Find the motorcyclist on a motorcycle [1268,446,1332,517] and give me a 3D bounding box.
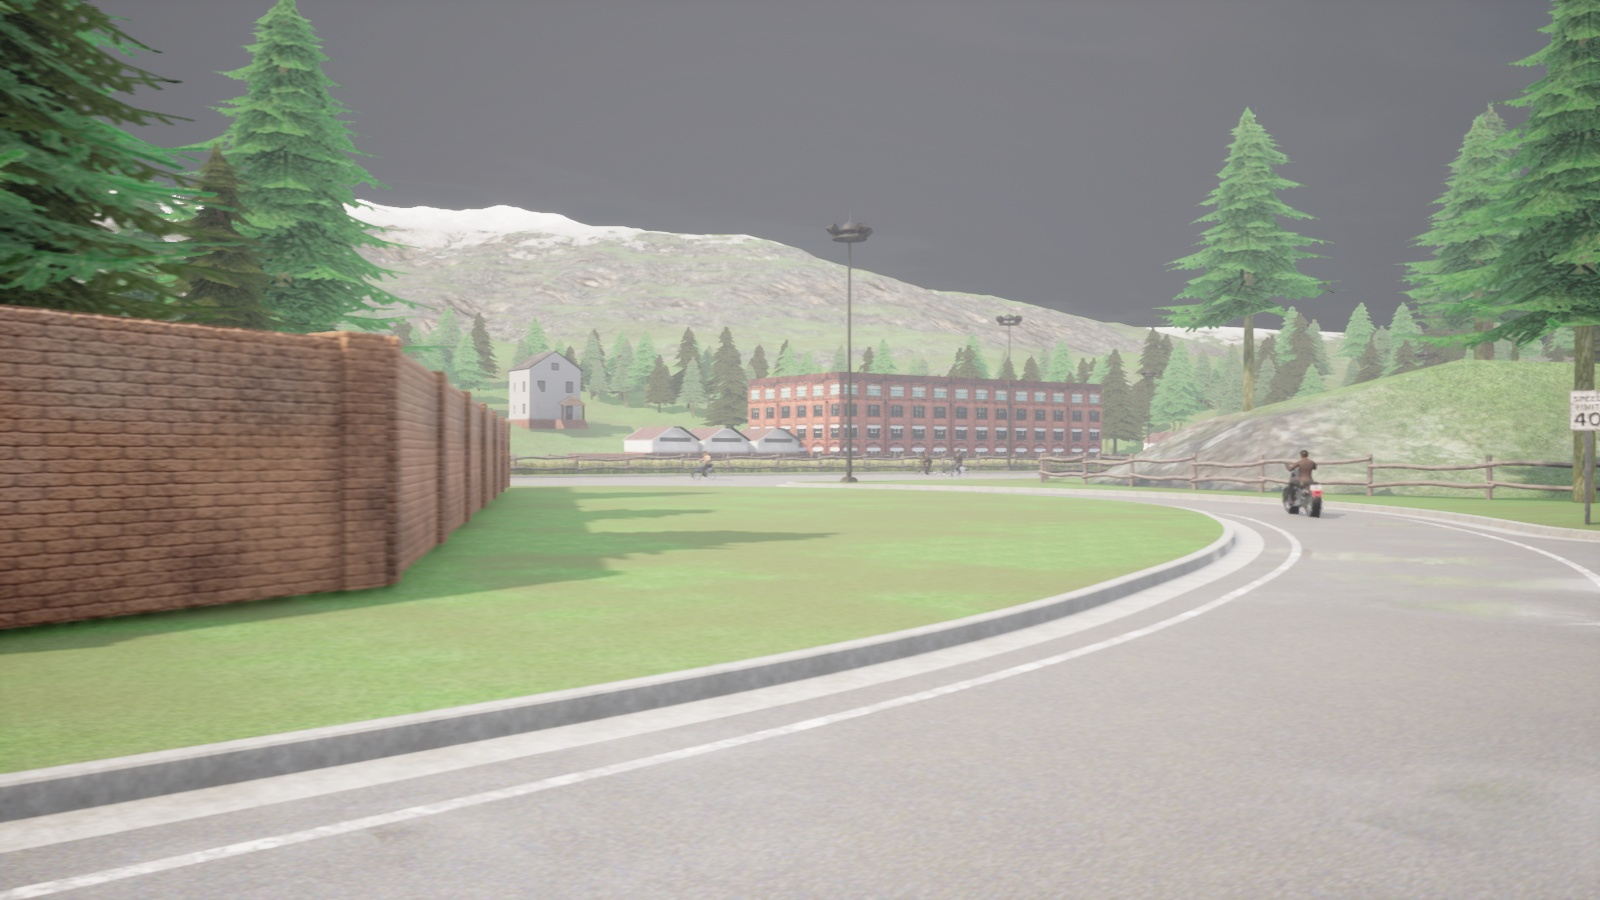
[{"bbox_3d":[12.084,0.744,30.412,0.766,1.649,2.350,-1,0,5],"label":"motorcyclist on a motorcycle"}]
